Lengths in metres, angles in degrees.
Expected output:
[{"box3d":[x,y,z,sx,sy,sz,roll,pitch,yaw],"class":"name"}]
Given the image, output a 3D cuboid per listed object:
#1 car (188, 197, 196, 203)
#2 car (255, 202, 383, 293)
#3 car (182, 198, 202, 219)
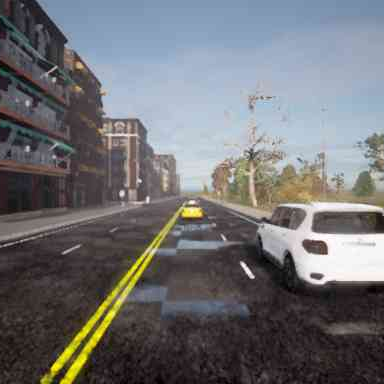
[{"box3d":[0.003,2.014,84.137,2.128,1.511,4.902,0,0,0],"class":"car"},{"box3d":[3.249,1.272,9.135,2.150,2.045,5.566,0,0,0],"class":"car"},{"box3d":[-0.003,1.629,30.723,1.801,1.575,5.366,0,0,0],"class":"car"}]
